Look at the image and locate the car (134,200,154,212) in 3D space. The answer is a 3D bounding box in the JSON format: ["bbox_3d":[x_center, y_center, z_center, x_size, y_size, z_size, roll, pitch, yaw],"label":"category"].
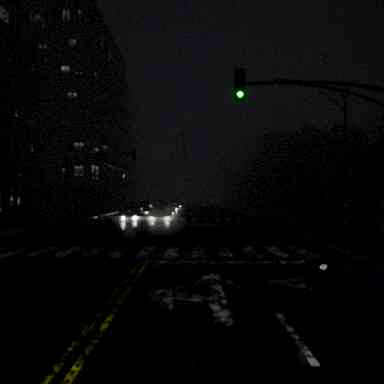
[{"bbox_3d":[-6.560,1.912,46.165,2.033,1.411,5.357,0,0,0],"label":"car"}]

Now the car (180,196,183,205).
[{"bbox_3d":[-3.190,1.798,71.085,2.150,2.045,5.566,0,0,0],"label":"car"}]

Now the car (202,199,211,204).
[{"bbox_3d":[3.318,2.227,77.826,1.895,1.301,4.718,0,0,0],"label":"car"}]

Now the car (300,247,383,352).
[{"bbox_3d":[3.356,1.588,5.108,2.033,1.411,5.357,0,0,0],"label":"car"}]

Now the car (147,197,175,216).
[{"bbox_3d":[-3.319,1.636,36.328,2.097,1.767,4.553,0,0,0],"label":"car"}]

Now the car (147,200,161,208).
[{"bbox_3d":[-6.530,2.021,57.251,1.994,1.385,4.181,0,0,0],"label":"car"}]

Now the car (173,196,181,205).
[{"bbox_3d":[-3.288,1.956,56.498,1.837,1.490,4.892,0,-1,0],"label":"car"}]

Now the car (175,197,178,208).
[{"bbox_3d":[-3.309,1.837,45.553,1.882,1.535,5.008,0,0,0],"label":"car"}]

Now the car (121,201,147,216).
[{"bbox_3d":[-6.567,1.853,36.937,1.994,1.385,4.181,0,0,0],"label":"car"}]
